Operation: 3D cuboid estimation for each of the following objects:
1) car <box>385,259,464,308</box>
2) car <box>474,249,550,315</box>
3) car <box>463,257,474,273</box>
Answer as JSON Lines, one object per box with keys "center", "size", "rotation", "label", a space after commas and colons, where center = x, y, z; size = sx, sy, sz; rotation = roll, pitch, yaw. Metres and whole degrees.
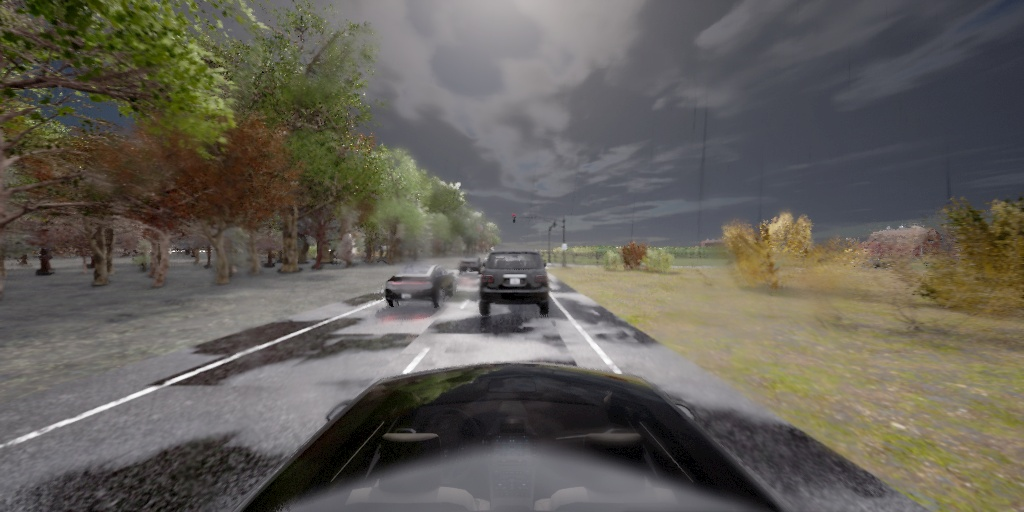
{"center": [-3.402, 1.047, 14.026], "size": [2.128, 1.511, 4.902], "rotation": [0, 1, 0], "label": "car"}
{"center": [0.095, 0.792, 12.791], "size": [2.150, 2.045, 5.566], "rotation": [0, 0, 0], "label": "car"}
{"center": [-3.400, 0.789, 30.950], "size": [1.837, 1.490, 4.892], "rotation": [0, 1, 0], "label": "car"}
